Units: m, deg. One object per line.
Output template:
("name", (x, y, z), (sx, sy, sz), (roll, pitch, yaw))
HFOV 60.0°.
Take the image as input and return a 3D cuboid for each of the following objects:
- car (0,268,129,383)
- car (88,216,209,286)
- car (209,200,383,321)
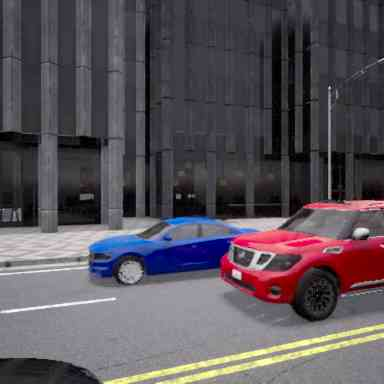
("car", (-2.615, 1.491, 1.231), (4.902, 1.511, 2.128), (0, 0, -22))
("car", (-0.321, 1.478, 9.373), (5.008, 1.535, 1.882), (0, 0, -22))
("car", (3.422, 1.221, 7.377), (5.566, 2.045, 2.150), (0, 0, -22))
